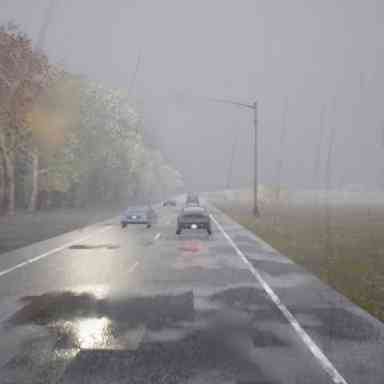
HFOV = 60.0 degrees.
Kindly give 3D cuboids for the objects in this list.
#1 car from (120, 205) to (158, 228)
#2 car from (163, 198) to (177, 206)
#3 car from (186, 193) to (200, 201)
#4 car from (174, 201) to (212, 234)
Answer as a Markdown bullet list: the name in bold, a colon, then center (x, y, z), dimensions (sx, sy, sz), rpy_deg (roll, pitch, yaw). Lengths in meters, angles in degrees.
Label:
- **car**: center (-3.395, 1.536, 22.036), dimensions (2.033, 1.411, 5.357), rpy_deg (0, 0, 0)
- **car**: center (-3.386, 1.565, 52.283), dimensions (1.895, 1.301, 4.718), rpy_deg (0, 0, 0)
- **car**: center (0.115, 1.180, 56.400), dimensions (2.150, 2.045, 5.566), rpy_deg (0, 0, 0)
- **car**: center (0.106, 1.496, 19.228), dimensions (1.837, 1.490, 4.892), rpy_deg (0, 0, 0)
